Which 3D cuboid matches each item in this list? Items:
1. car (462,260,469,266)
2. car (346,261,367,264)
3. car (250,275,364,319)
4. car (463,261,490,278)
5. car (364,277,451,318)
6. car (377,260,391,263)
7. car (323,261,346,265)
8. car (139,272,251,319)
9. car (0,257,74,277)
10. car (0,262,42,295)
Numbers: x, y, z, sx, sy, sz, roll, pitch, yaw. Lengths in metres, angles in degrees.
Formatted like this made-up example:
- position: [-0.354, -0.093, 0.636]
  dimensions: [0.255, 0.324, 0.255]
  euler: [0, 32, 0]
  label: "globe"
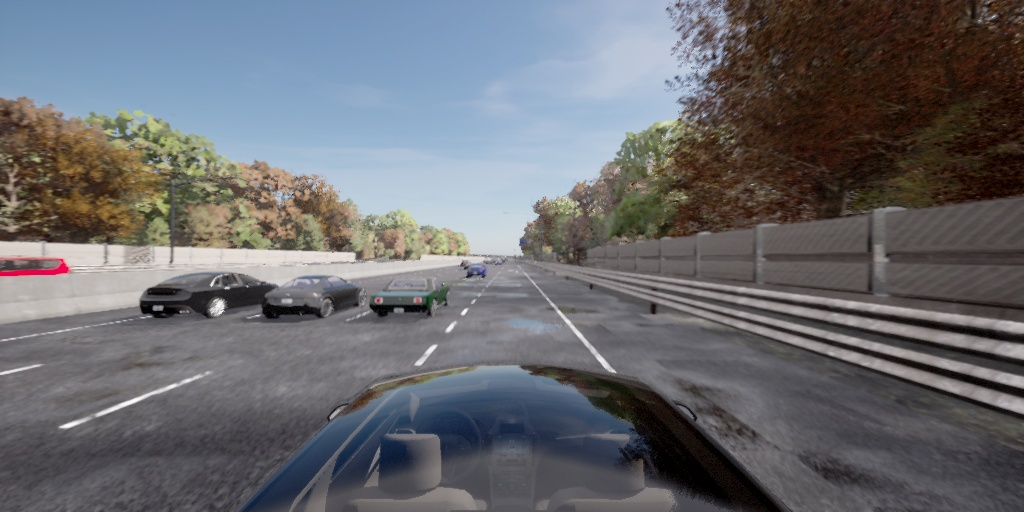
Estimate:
- position: [-7.034, 1.726, 62.396]
  dimensions: [1.895, 1.301, 4.718]
  euler: [0, 0, 0]
  label: "car"
- position: [-24.542, 1.589, 58.470]
  dimensions: [2.128, 1.511, 4.902]
  euler: [0, 0, 0]
  label: "car"
- position: [-7.005, 1.381, 13.166]
  dimensions: [1.994, 1.385, 4.181]
  euler: [0, 0, 0]
  label: "car"
- position: [-3.518, 1.491, 36.532]
  dimensions: [1.812, 1.442, 4.674]
  euler: [0, 0, 0]
  label: "car"
- position: [-3.504, 1.421, 13.343]
  dimensions: [1.895, 1.301, 4.718]
  euler: [0, 0, 0]
  label: "car"
- position: [-21.047, 1.448, 58.562]
  dimensions: [2.097, 1.767, 4.553]
  euler: [0, 0, 0]
  label: "car"
- position: [-28.037, 1.572, 58.359]
  dimensions: [1.882, 1.535, 5.008]
  euler: [0, 0, 0]
  label: "car"
- position: [-10.505, 1.321, 13.066]
  dimensions: [1.837, 1.490, 4.892]
  euler: [0, 0, 0]
  label: "car"
- position: [-24.573, 1.054, 16.889]
  dimensions: [2.150, 2.045, 5.566]
  euler: [0, -1, 0]
  label: "car"
- position: [-28.056, 1.189, 18.296]
  dimensions: [2.097, 1.767, 4.553]
  euler: [0, 0, 0]
  label: "car"
